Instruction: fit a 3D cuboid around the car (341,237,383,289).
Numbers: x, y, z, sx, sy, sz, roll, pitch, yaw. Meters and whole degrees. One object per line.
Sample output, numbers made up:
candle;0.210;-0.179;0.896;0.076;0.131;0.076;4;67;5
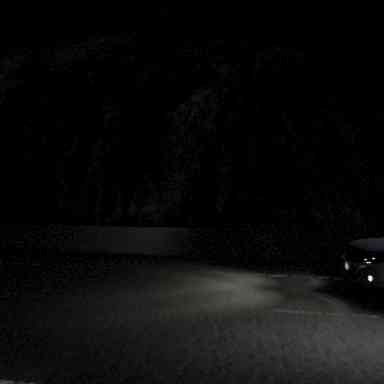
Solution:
car;6.696;1.558;8.083;5.566;2.045;2.150;0;-2;9
